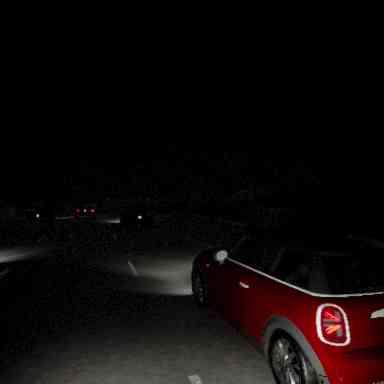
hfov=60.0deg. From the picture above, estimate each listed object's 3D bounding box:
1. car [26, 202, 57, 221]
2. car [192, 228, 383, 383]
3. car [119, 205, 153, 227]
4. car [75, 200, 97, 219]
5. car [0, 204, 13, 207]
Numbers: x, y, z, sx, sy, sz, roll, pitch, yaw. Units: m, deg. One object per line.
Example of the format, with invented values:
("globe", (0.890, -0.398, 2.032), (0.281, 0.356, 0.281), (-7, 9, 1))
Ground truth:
("car", (-12.787, 1.644, 28.345), (1.837, 1.490, 4.892), (0, -1, -17))
("car", (1.526, 1.361, 5.448), (2.097, 1.767, 4.553), (0, 0, -17))
("car", (-3.990, 1.622, 23.510), (1.994, 1.385, 4.181), (0, 0, -17))
("car", (-10.056, 1.742, 31.385), (2.033, 1.411, 5.357), (0, -2, -17))
("car", (-24.892, 2.538, 43.676), (2.150, 2.045, 5.566), (0, -6, -17))
